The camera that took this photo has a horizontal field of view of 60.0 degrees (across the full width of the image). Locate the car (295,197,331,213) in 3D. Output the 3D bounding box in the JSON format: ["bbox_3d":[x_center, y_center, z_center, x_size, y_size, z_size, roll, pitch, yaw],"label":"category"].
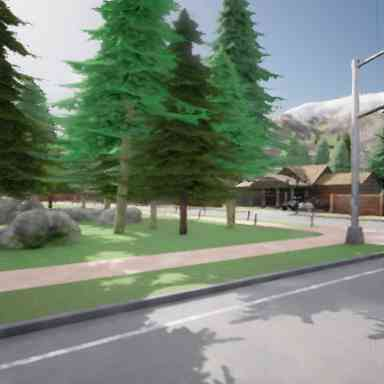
[{"bbox_3d":[15.296,1.564,41.188,4.605,1.855,1.932,1,0,-37],"label":"car"}]

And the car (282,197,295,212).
[{"bbox_3d":[13.479,1.561,42.969,3.866,1.878,1.905,1,0,-37],"label":"car"}]
